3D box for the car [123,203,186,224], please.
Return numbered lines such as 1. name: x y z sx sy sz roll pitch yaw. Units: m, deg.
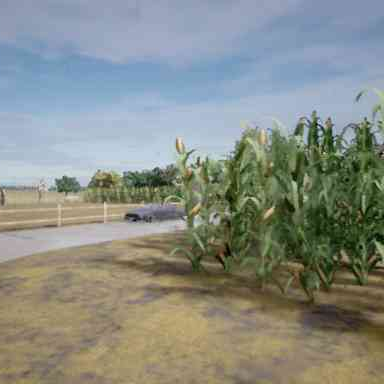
1. car: -2.647 1.505 25.095 2.033 1.411 5.357 0 0 35
